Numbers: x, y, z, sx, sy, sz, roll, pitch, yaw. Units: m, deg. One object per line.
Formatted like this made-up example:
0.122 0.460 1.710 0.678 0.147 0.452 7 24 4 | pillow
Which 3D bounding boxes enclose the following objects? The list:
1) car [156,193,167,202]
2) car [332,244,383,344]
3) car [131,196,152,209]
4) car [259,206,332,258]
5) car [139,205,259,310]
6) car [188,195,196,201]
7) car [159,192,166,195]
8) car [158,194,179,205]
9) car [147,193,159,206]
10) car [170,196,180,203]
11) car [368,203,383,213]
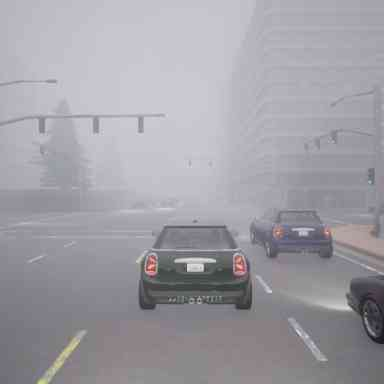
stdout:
-7.000 1.225 76.650 2.150 2.045 5.566 0 0 0 | car
3.599 1.547 3.351 2.033 1.411 5.357 0 0 0 | car
-7.100 1.601 45.613 1.895 1.301 4.718 0 0 0 | car
3.587 1.352 12.827 2.097 1.767 4.553 0 0 0 | car
0.071 1.352 7.988 2.097 1.767 4.553 0 0 0 | car
0.000 1.525 81.125 2.128 1.511 4.902 0 0 0 | car
-7.027 1.219 66.049 2.150 2.045 5.566 0 0 0 | car
-3.597 1.491 51.082 2.128 1.511 4.902 0 0 0 | car
-7.089 1.352 54.508 2.097 1.767 4.553 0 0 0 | car
-3.500 1.595 71.100 1.895 1.301 4.718 0 0 0 | car
19.936 1.492 32.455 5.357 1.411 2.033 0 0 -18 | car
